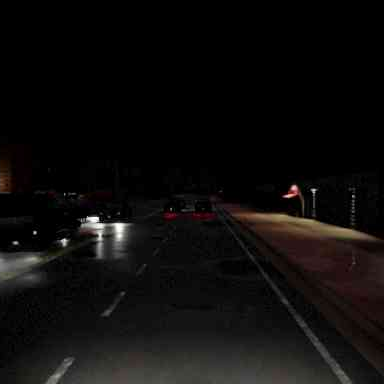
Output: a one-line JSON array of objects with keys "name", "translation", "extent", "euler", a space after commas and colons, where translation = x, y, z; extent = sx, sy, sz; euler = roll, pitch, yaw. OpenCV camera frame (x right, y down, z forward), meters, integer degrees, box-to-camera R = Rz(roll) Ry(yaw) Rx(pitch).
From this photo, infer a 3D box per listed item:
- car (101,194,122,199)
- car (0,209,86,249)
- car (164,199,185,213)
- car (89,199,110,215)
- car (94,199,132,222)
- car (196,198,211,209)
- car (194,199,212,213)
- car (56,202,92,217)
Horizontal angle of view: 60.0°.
[{"name": "car", "translation": [-22.050, 1.421, 92.605], "extent": [4.605, 1.855, 1.932], "euler": [0, 0, 2]}, {"name": "car", "translation": [-6.664, 1.644, 14.893], "extent": [1.895, 1.301, 4.718], "euler": [0, 0, 2]}, {"name": "car", "translation": [-2.210, 1.619, 39.137], "extent": [1.837, 1.490, 4.892], "euler": [0, 0, 2]}, {"name": "car", "translation": [-9.540, 1.659, 32.883], "extent": [1.994, 1.385, 4.181], "euler": [0, 0, 3]}, {"name": "car", "translation": [-6.168, 1.605, 27.328], "extent": [1.812, 1.442, 4.674], "euler": [0, 0, 2]}, {"name": "car", "translation": [1.625, 1.691, 48.722], "extent": [2.033, 1.411, 5.357], "euler": [0, 0, 1]}, {"name": "car", "translation": [1.286, 1.604, 38.283], "extent": [2.128, 1.511, 4.902], "euler": [0, 0, 2]}, {"name": "car", "translation": [-9.725, 1.676, 25.969], "extent": [1.895, 1.301, 4.718], "euler": [0, 0, 2]}]
